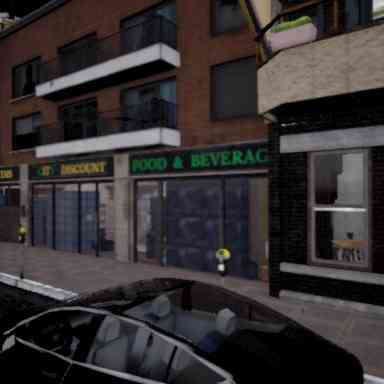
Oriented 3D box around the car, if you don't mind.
[{"bbox_3d":[-0.638,1.580,3.328,4.313,1.339,1.947,0,0,35],"label":"car"}]
